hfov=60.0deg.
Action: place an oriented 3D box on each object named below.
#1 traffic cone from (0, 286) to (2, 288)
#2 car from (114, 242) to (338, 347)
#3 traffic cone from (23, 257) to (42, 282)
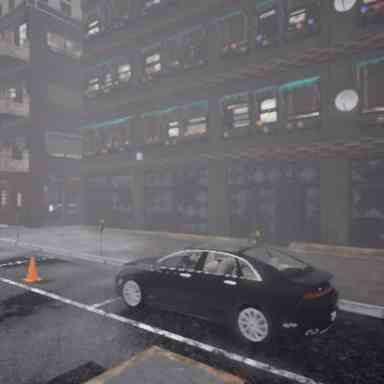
[{"bbox_3d":[-4.812,2.013,7.996,0.340,0.580,0.340,0,-1,37],"label":"traffic cone"},{"bbox_3d":[0.376,1.622,6.315,4.403,1.369,2.008,0,-1,37],"label":"car"},{"bbox_3d":[-4.215,2.025,8.799,0.340,0.580,0.340,0,-1,37],"label":"traffic cone"}]
